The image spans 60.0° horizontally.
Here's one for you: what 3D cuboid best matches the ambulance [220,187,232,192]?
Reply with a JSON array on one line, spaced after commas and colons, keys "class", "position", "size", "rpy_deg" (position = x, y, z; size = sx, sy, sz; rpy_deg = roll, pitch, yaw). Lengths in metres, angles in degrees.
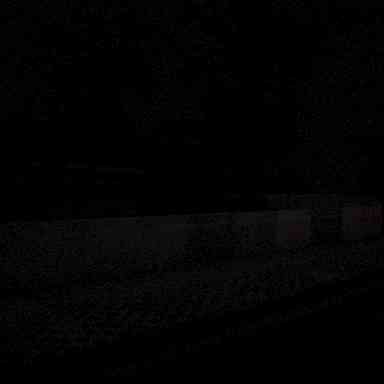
[{"class": "ambulance", "position": [4.440, 0.497, 51.481], "size": [2.351, 2.431, 6.366], "rpy_deg": [2, 0, -36]}]
